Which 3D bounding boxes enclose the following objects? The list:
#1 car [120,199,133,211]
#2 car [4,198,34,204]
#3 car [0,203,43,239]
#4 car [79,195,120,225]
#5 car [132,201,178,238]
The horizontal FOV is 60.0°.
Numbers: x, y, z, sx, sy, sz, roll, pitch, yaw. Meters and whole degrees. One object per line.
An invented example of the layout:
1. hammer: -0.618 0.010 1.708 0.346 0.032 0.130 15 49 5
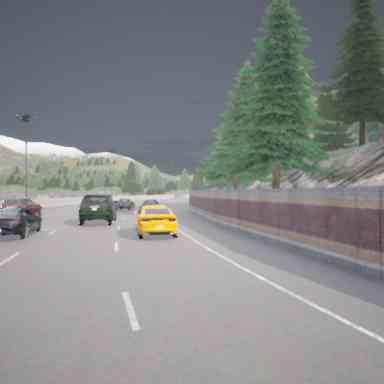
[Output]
1. car: -8.094 1.493 40.195 2.033 1.411 5.357 0 0 -2
2. car: -14.205 1.319 27.865 2.097 1.767 4.553 0 0 -7
3. car: -8.961 1.506 16.812 1.812 1.442 4.674 0 0 -12
4. car: -6.654 1.191 23.928 2.150 2.045 5.566 0 0 -9
5. car: -1.983 1.453 17.598 1.882 1.535 5.008 0 0 -12
